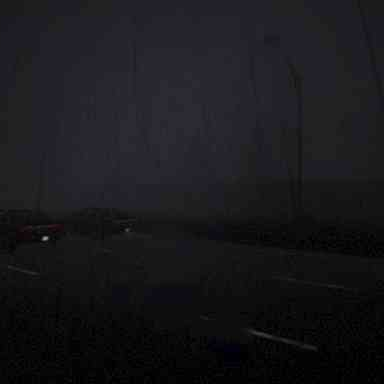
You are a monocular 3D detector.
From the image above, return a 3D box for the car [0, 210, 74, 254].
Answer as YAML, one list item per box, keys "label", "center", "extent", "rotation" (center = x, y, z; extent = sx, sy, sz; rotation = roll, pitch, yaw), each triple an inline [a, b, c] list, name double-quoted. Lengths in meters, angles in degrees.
- label: "car"
  center: [-7.256, 1.465, 13.425]
  extent: [4.902, 1.511, 2.128]
  rotation: [0, 0, 36]

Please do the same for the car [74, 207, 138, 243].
- label: "car"
  center: [-4.755, 1.468, 15.935]
  extent: [4.902, 1.511, 2.128]
  rotation: [0, 0, 36]
